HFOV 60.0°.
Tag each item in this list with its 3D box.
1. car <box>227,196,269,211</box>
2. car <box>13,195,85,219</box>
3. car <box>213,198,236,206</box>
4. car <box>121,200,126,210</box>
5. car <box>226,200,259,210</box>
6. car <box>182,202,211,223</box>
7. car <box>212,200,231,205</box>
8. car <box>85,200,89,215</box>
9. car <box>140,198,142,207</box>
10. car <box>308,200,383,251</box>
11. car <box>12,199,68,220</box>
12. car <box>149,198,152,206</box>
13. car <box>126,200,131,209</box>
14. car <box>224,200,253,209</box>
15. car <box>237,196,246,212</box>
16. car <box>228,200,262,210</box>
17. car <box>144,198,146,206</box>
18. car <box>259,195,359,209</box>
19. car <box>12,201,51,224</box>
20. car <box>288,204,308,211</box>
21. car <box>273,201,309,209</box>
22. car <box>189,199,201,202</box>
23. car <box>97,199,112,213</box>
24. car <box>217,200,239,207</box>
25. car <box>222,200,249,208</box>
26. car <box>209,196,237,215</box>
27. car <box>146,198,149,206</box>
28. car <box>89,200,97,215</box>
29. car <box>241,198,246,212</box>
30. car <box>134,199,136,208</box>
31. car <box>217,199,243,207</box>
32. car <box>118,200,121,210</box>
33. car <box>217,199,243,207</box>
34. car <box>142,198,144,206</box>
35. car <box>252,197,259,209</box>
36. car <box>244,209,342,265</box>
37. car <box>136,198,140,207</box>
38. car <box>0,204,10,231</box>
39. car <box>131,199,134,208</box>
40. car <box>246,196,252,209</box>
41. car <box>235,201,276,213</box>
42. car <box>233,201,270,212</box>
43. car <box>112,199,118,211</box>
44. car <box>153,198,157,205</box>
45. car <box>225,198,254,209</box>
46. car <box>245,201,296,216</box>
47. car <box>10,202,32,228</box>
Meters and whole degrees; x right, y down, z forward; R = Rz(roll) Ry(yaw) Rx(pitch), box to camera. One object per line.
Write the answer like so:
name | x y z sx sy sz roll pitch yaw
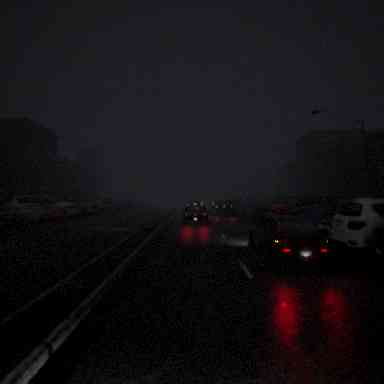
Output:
car | 7.960 1.646 47.321 5.566 2.045 2.435 0 -1 0
car | -12.599 1.308 28.444 5.566 2.045 2.435 0 -1 0
car | 8.103 2.428 83.161 5.566 2.045 2.435 0 -1 0
car | -12.440 1.937 47.882 4.792 1.488 2.163 0 -1 0
car | 7.960 2.003 52.830 5.008 1.535 2.097 0 -1 0
car | 0.258 1.662 25.786 1.895 1.301 4.718 0 -1 0
car | 8.161 2.890 91.423 5.008 1.535 2.097 0 -1 0
car | -12.603 1.638 31.215 4.674 1.452 2.002 0 -1 0
car | -12.362 2.196 61.900 4.892 1.521 2.231 0 -1 0
car | 7.758 1.355 14.250 4.553 1.767 2.185 0 0 0
car | -12.835 1.525 25.664 5.366 1.575 1.946 0 -1 0
car | -12.241 2.540 75.664 4.674 1.452 2.002 0 -1 0
car | -12.452 1.962 50.661 5.008 1.535 2.097 0 -1 0
car | 8.029 2.144 58.342 4.792 1.488 2.163 0 -1 0
car | 7.911 1.617 39.048 4.553 1.767 2.185 0 -1 0
car | 7.919 1.979 50.074 4.792 1.488 2.163 0 -1 0
car | -12.340 2.343 67.331 4.792 1.488 2.163 0 -1 0
car | 7.749 1.262 22.519 5.566 2.045 2.435 0 0 0
car | -12.670 1.543 22.889 4.674 1.452 2.002 0 0 0
car | 7.773 1.516 17.008 4.792 1.488 2.163 0 0 0
car | 7.755 1.494 19.760 5.008 1.535 2.097 0 0 0
car | 0.357 1.664 41.764 2.097 1.767 4.553 0 -1 0
car | -12.542 1.750 39.672 4.892 1.521 2.231 0 -1 0
car | 8.126 2.510 74.885 4.792 1.488 2.163 0 -1 0
car | 8.015 2.214 61.135 4.674 1.452 2.002 0 -1 0
car | 3.323 1.563 36.247 2.097 1.767 4.553 0 -1 0
car | -12.296 2.376 70.110 4.892 1.521 2.231 0 -1 0
car | -12.551 1.518 33.994 4.553 1.767 2.185 0 -1 0
car | 7.643 1.598 30.779 5.366 1.575 1.946 0 -1 0
car | -12.431 2.105 56.217 4.792 1.488 2.163 0 -1 0
car | 7.883 2.351 69.370 5.366 1.575 1.946 0 -1 0
car | -12.464 1.728 45.114 4.553 1.767 2.185 0 -1 0
car | 8.270 2.413 72.130 5.366 1.575 1.946 0 -1 0
car | -12.331 2.292 64.552 4.674 1.452 2.002 0 -1 0
car | 7.766 1.283 25.272 5.566 2.045 2.435 0 -1 0
car | 3.170 1.526 11.504 1.812 1.442 4.674 0 0 0
car | -12.372 2.136 59.121 5.008 1.535 2.097 0 -1 0
car | -12.901 1.474 17.462 5.366 1.575 1.946 0 0 0
car | -12.418 2.020 53.440 4.892 1.521 2.231 0 -1 0
car | 7.784 1.315 28.029 5.566 2.045 2.435 0 -1 0
car | 7.927 1.823 41.803 4.792 1.488 2.163 0 -1 0
car | 7.912 1.884 44.559 4.674 1.452 2.002 0 -1 0
car | -12.699 1.799 42.452 5.366 1.575 1.946 0 -1 0
car | -12.226 2.382 81.352 5.566 2.045 2.435 0 -1 0
car | 7.952 1.933 55.589 4.553 1.767 2.185 0 -1 0
car | 7.843 1.685 33.534 4.674 1.452 2.002 0 -1 0
car | -12.696 1.526 20.231 4.674 1.452 2.002 0 0 0
